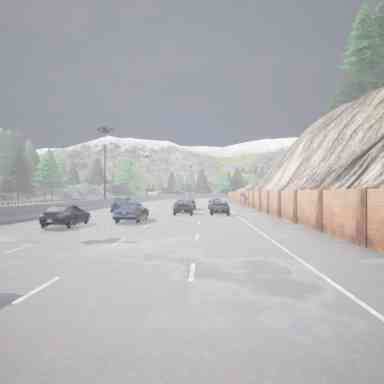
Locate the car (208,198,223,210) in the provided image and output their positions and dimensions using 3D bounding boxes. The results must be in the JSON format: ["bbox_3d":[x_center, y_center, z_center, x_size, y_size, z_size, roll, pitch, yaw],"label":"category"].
[{"bbox_3d":[3.030,1.525,43.202,1.812,1.442,4.674,0,0,2],"label":"car"}]

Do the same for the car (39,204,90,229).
[{"bbox_3d":[-8.216,1.526,21.728,1.812,1.442,4.674,0,0,2],"label":"car"}]

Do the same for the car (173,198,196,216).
[{"bbox_3d":[-0.823,1.505,33.027,1.837,1.490,4.892,0,0,2],"label":"car"}]

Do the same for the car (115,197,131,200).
[{"bbox_3d":[-7.663,1.352,37.738,2.097,1.767,4.553,0,0,2],"label":"car"}]

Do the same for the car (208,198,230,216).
[{"bbox_3d":[2.670,1.491,32.758,2.128,1.511,4.902,0,0,2],"label":"car"}]

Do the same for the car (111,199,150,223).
[{"bbox_3d":[-4.594,1.547,25.644,2.033,1.411,5.357,0,0,3],"label":"car"}]
